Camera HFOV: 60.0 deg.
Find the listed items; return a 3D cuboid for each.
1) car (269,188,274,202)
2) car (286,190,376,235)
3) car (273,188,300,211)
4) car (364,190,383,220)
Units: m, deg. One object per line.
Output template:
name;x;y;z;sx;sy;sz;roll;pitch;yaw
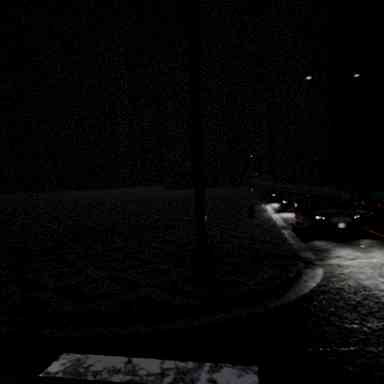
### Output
car;9.057;0.256;34.568;1.895;1.301;4.718;-2;2;9
car;5.684;0.860;14.405;2.128;1.511;4.902;-2;2;7
car;7.343;0.517;24.502;1.837;1.490;4.892;-2;2;9
car;9.273;0.622;16.573;1.882;1.535;5.008;-2;2;9
